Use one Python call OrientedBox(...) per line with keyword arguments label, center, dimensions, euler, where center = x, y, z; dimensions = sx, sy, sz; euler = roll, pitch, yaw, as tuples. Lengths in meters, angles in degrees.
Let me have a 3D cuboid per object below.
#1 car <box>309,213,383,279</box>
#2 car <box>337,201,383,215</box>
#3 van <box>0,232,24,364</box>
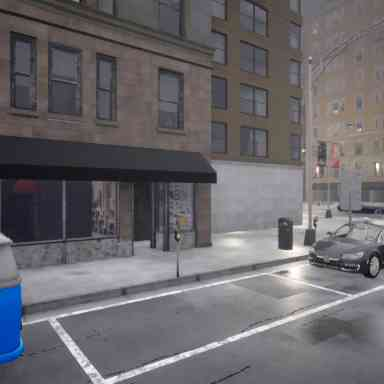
OrientedBox(label="car", center=(5.304, 1.550, 9.990), dimensions=(4.403, 1.369, 2.008), euler=(0, 0, -36))
OrientedBox(label="car", center=(16.243, 1.529, 31.067), dimensions=(1.895, 1.301, 4.718), euler=(0, 0, -36))
OrientedBox(label="van", center=(-3.906, 1.341, 3.401), dimensions=(3.998, 1.788, 1.690), euler=(0, 0, -36))
